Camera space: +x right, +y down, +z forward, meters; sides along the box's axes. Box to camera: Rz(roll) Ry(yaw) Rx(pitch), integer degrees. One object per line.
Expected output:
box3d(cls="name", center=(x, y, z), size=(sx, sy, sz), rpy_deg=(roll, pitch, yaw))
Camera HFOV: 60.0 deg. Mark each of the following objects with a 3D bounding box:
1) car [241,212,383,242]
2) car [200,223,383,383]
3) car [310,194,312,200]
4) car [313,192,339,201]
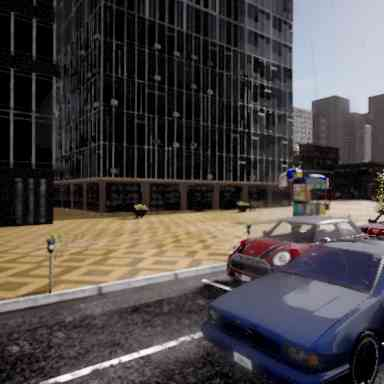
box3d(cls="car", center=(2.827, 1.387, 8.529), size=(4.097, 1.590, 1.967), rpy_deg=(-1, 1, -35))
box3d(cls="car", center=(2.738, 1.509, 5.332), size=(5.357, 1.411, 2.033), rpy_deg=(-1, 0, -35))
box3d(cls="car", center=(26.925, 1.175, 78.318), size=(1.967, 1.590, 4.097), rpy_deg=(0, 0, -35))
box3d(cls="car", center=(30.114, 1.024, 73.775), size=(2.192, 1.841, 5.009), rpy_deg=(0, 0, -35))
